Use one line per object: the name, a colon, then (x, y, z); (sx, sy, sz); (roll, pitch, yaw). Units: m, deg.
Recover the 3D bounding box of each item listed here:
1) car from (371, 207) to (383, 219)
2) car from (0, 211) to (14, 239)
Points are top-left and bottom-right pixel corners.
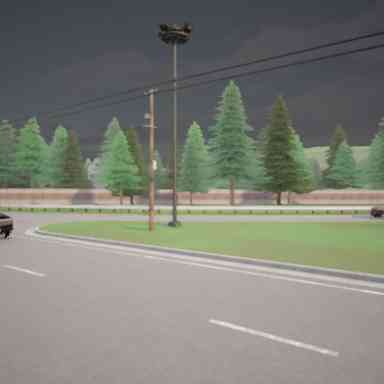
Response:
car: (17.212, 1.472, 27.158); (5.008, 1.535, 1.882); (0, 0, -7)
car: (-10.308, 1.438, 15.643); (4.902, 1.511, 2.128); (0, 0, 36)
